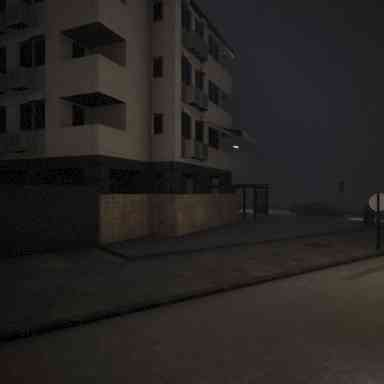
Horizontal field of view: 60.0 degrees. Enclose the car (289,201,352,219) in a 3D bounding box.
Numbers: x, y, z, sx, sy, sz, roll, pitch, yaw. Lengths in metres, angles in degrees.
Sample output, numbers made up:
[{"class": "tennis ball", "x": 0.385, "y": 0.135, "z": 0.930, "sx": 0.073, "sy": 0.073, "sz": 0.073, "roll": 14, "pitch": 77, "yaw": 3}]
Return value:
[{"class": "car", "x": 11.381, "y": 1.547, "z": 29.888, "sx": 2.033, "sy": 1.411, "sz": 5.357, "roll": 0, "pitch": 0, "yaw": -35}]
